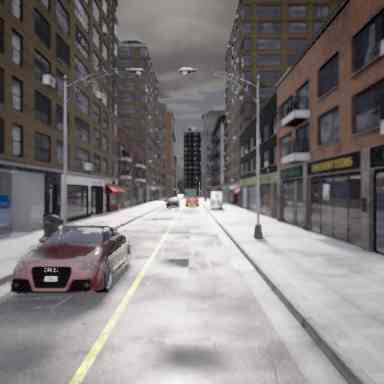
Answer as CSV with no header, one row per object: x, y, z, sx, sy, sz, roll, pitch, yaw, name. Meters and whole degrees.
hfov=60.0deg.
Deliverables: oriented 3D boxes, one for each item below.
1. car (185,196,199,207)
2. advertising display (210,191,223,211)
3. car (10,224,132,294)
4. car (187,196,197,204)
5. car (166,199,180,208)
0.026,1.375,53.528,2.097,1.767,4.553,0,0,0,car
3.003,1.051,40.495,1.540,2.440,0.280,0,0,0,advertising display
-2.852,1.572,8.725,1.994,1.385,4.181,0,0,0,car
-0.018,1.575,66.894,2.033,1.411,5.357,0,0,0,car
-2.841,1.626,49.362,1.895,1.301,4.718,0,0,0,car
